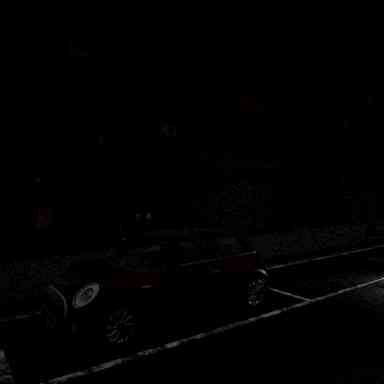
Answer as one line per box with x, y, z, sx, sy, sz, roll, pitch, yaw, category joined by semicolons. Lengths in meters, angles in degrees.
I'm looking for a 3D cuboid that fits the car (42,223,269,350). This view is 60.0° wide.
-0.530;1.440;6.154;4.097;1.590;1.967;0;0;-35;car
